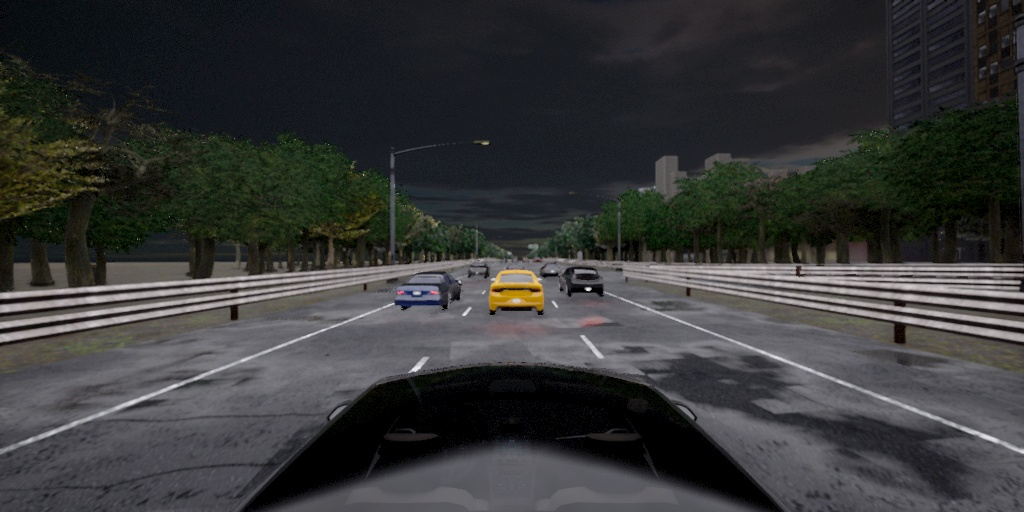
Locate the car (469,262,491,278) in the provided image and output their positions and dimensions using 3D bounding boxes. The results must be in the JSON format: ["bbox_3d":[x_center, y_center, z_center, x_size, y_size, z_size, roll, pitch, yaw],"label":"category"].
[{"bbox_3d":[-3.160,1.358,35.173,2.128,1.511,4.902,0,0,0],"label":"car"}]

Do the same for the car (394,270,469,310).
[{"bbox_3d":[-3.311,1.374,15.116,2.033,1.411,5.357,0,0,0],"label":"car"}]

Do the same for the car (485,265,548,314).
[{"bbox_3d":[0.174,1.300,14.138,1.882,1.535,5.008,0,0,1],"label":"car"}]

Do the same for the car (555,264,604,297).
[{"bbox_3d":[3.726,1.354,19.808,1.837,1.490,4.892,0,0,0],"label":"car"}]

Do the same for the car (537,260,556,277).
[{"bbox_3d":[3.845,1.431,35.764,1.994,1.385,4.181,0,0,0],"label":"car"}]
